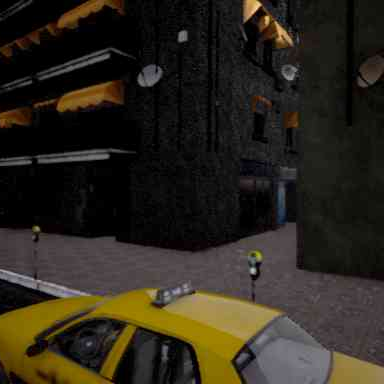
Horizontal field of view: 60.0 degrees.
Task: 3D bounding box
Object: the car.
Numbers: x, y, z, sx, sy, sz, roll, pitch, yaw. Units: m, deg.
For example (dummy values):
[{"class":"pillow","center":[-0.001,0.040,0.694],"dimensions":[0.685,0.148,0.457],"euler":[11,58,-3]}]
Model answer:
[{"class":"car","center":[-0.379,1.519,3.136],"dimensions":[4.829,1.417,1.752],"euler":[0,1,35]}]
